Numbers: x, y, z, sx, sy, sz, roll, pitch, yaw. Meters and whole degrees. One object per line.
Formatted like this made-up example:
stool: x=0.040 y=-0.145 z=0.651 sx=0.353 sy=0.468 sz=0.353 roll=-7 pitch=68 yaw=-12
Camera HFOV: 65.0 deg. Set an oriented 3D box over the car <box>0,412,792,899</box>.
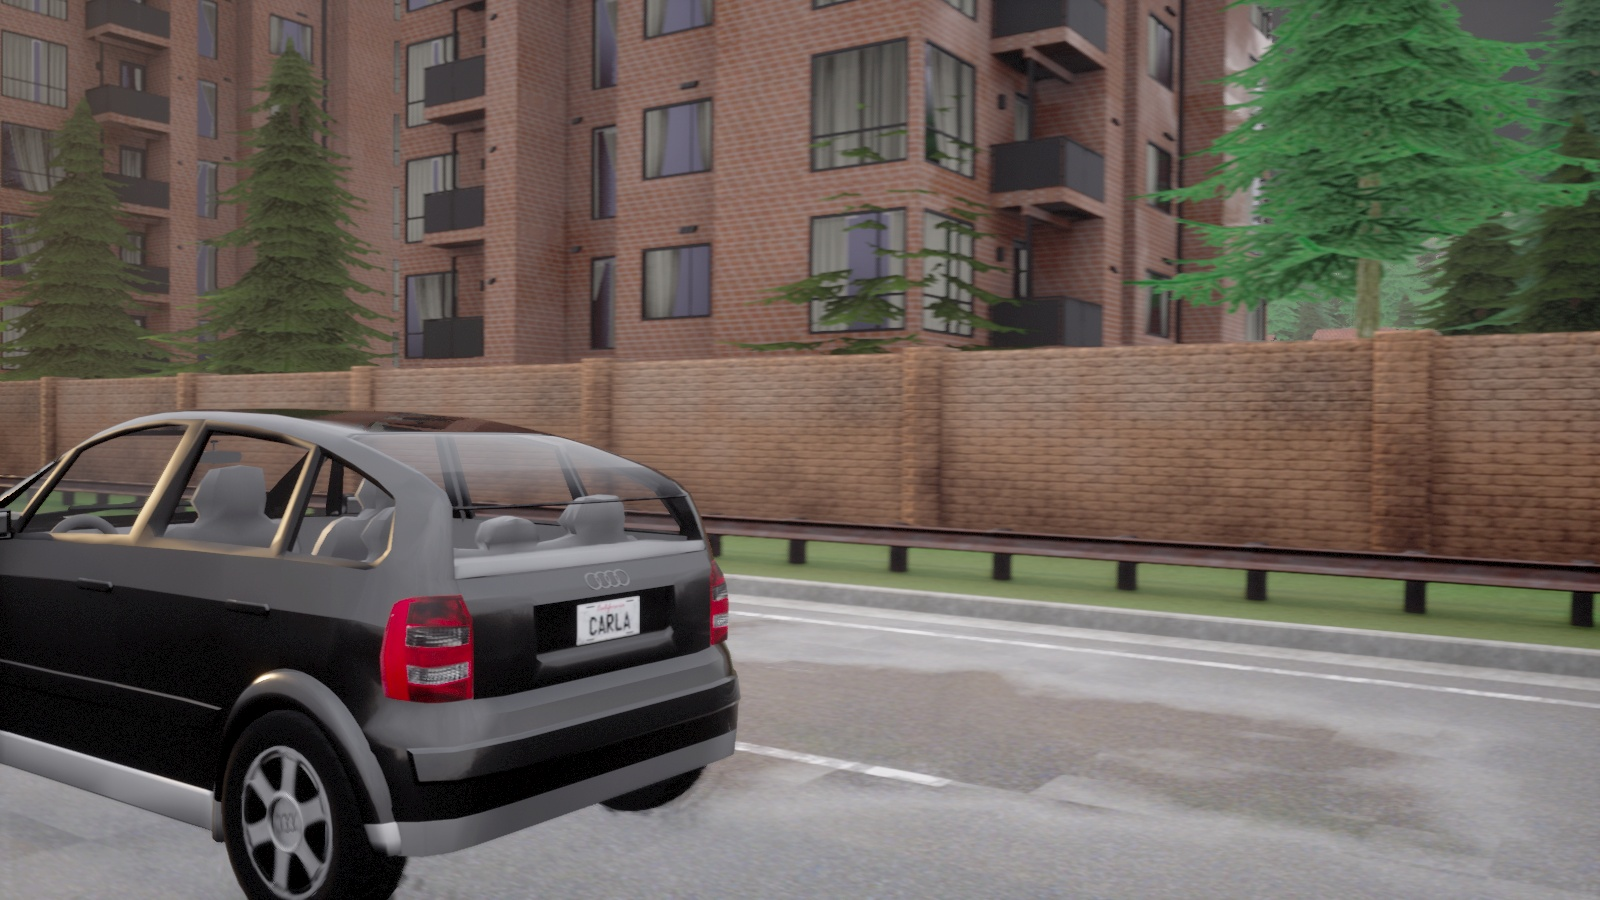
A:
car: x=-2.074 y=0.660 z=5.002 sx=3.705 sy=1.549 sz=1.789 roll=0 pitch=1 yaw=34
